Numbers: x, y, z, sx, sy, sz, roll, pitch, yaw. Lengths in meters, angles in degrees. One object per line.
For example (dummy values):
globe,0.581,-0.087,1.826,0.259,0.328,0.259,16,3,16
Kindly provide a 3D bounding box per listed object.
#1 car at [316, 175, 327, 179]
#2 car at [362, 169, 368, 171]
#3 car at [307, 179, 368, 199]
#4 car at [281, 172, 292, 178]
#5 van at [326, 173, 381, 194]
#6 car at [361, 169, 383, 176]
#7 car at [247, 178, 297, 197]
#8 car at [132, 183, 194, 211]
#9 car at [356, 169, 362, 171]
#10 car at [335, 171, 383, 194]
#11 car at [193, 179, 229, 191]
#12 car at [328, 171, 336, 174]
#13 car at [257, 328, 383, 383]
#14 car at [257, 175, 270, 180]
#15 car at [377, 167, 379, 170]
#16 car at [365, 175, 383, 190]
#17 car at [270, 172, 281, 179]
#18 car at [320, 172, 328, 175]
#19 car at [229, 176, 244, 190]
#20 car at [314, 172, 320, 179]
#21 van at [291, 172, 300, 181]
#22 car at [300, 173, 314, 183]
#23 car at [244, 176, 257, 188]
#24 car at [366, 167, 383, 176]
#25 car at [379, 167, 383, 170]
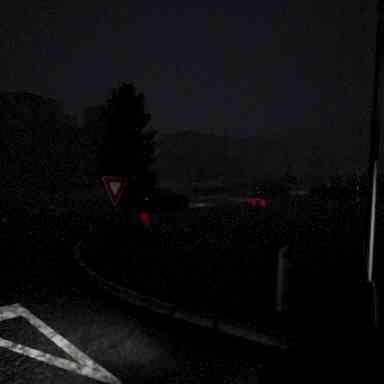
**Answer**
car,18.525,-1.022,41.788,1.812,1.442,4.674,-5,6,-34
car,35.394,-3.977,73.175,4.674,1.452,2.002,1,4,30
car,14.343,-0.209,32.740,5.008,1.535,2.097,2,6,31
car,13.134,-1.970,54.124,5.008,1.535,2.097,0,4,29
van,16.771,-0.637,34.538,4.442,1.987,1.878,2,6,31
car,44.171,-4.758,80.826,5.366,1.575,1.946,1,5,30
car,8.645,-0.326,35.595,4.902,1.511,2.128,-5,6,-40
car,-2.397,0.417,26.124,4.553,1.767,2.097,-3,5,-44
car,33.181,-3.942,71.242,4.553,1.767,2.185,1,5,30
car,18.969,-0.873,36.484,5.566,2.045,2.435,2,6,31
car,2.014,-0.893,44.491,4.674,1.452,2.002,0,4,29
car,24.246,-2.999,63.674,5.008,1.535,2.097,1,4,29
car,2.641,1.481,1.522,4.902,1.511,2.128,-1,0,35
car,8.660,-1.526,50.283,4.792,1.488,2.163,1,5,29
car,39.863,-4.397,76.947,5.008,1.535,2.097,1,5,30
car,23.629,-1.163,40.267,4.553,1.767,2.185,2,6,31
car,10.932,-1.887,52.167,4.553,1.767,2.185,0,5,29
car,22.052,-2.764,61.750,4.792,1.488,2.163,1,4,29
car,4.264,-1.111,46.406,4.792,1.488,2.163,0,4,29
car,19.798,-2.588,59.862,5.008,1.535,2.097,1,4,29
van,15.251,-2.402,56.076,4.442,1.987,1.878,0,5,29
car,17.745,-2.384,57.855,5.366,1.575,1.946,1,4,29
car,6.482,-1.473,48.316,4.553,1.767,2.185,0,5,29
car,46.535,-5.170,82.616,5.566,2.045,2.435,1,4,30
car,42.089,-4.576,78.847,5.008,1.535,2.097,1,4,30
